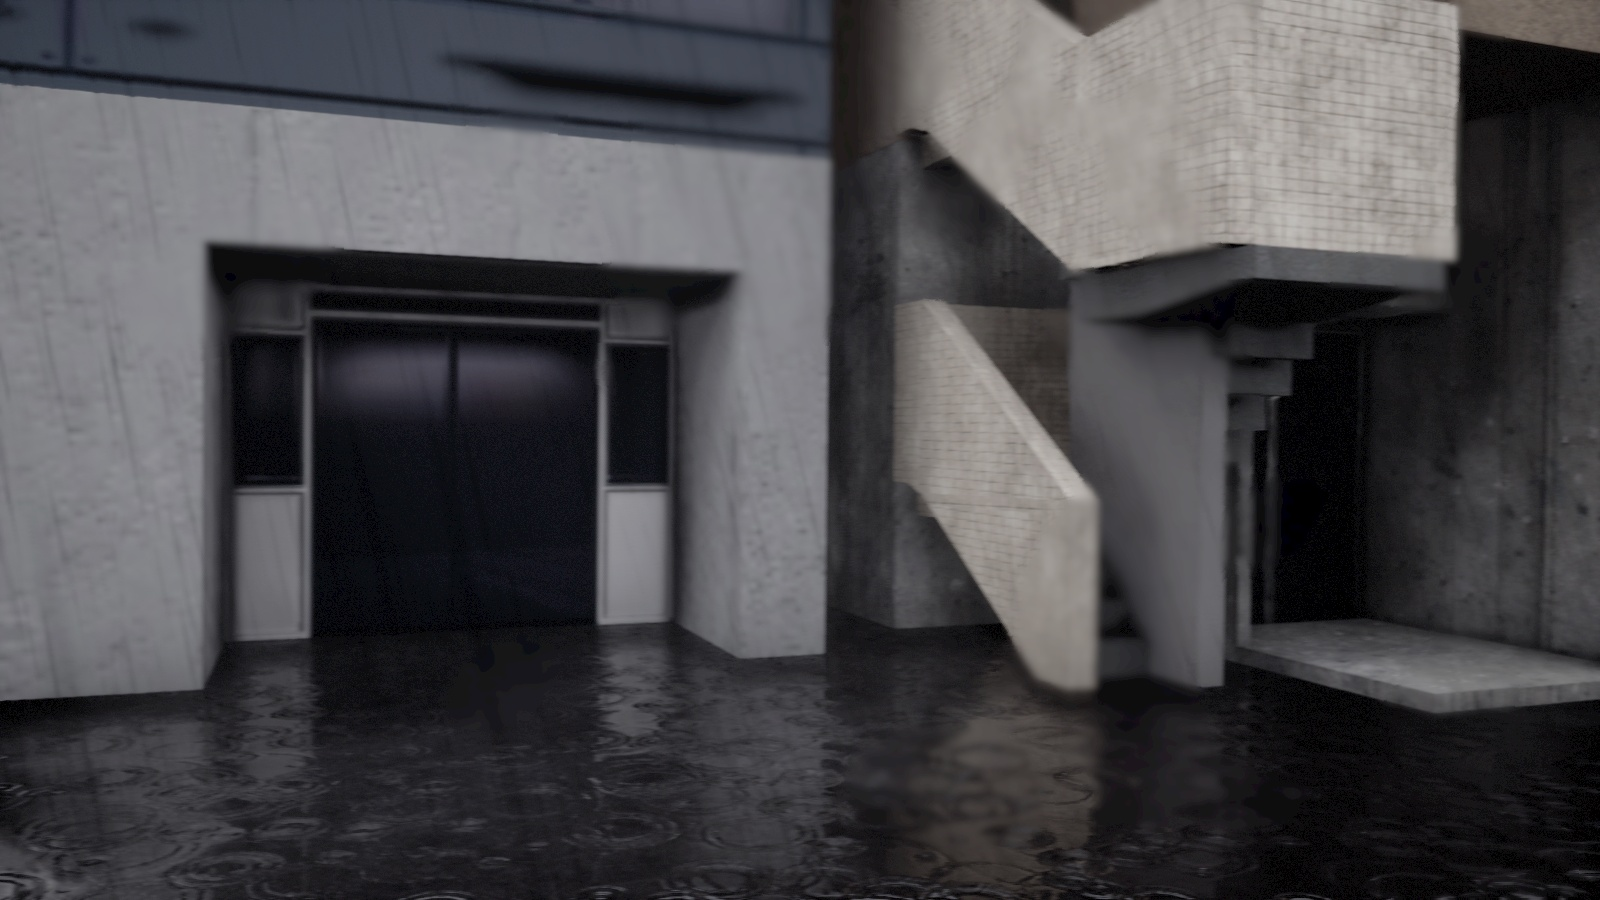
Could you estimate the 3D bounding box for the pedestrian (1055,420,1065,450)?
[{"bbox_3d":[15.841,-0.908,76.495,0.331,1.846,0.634,-1,1,-22],"label":"pedestrian"}]
